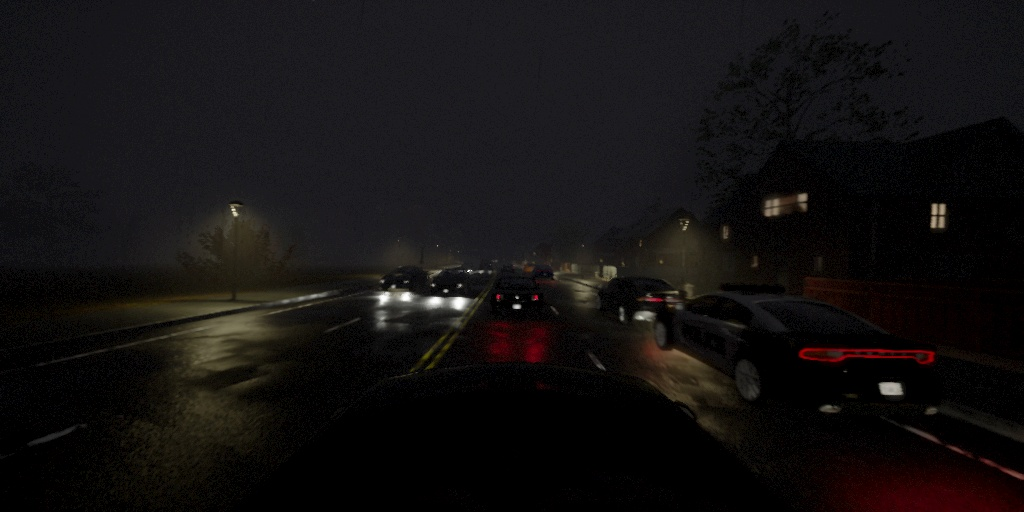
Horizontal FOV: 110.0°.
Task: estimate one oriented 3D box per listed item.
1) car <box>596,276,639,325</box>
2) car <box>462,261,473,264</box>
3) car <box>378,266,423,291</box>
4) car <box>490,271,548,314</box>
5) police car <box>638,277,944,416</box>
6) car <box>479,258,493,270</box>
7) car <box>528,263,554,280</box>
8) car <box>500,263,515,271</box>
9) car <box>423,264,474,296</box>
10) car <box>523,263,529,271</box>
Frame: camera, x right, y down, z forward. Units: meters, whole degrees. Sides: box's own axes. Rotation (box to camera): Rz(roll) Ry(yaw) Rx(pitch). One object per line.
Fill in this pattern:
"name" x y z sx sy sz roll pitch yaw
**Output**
"car" 4.299 1.443 12.544 1.837 1.490 4.892 1 -1 0
"car" -7.892 1.664 64.091 2.128 1.511 4.902 1 0 -3
"car" -6.587 1.348 22.552 2.033 1.411 5.357 1 -1 -1
"car" 0.172 1.469 14.518 1.895 1.301 4.718 1 -1 0
"police car" 4.279 1.310 6.616 1.930 1.638 5.238 1 -1 0
"car" -4.573 1.460 63.129 2.150 2.045 5.566 1 0 -3
"car" 3.065 1.609 36.420 1.882 1.535 5.008 1 -1 -1
"car" -0.644 1.759 51.297 1.994 1.385 4.181 1 -1 -2
"car" -3.319 1.398 20.596 2.033 1.411 5.357 1 -1 -1
"car" 2.596 1.728 50.141 1.882 1.535 5.008 1 0 -2
